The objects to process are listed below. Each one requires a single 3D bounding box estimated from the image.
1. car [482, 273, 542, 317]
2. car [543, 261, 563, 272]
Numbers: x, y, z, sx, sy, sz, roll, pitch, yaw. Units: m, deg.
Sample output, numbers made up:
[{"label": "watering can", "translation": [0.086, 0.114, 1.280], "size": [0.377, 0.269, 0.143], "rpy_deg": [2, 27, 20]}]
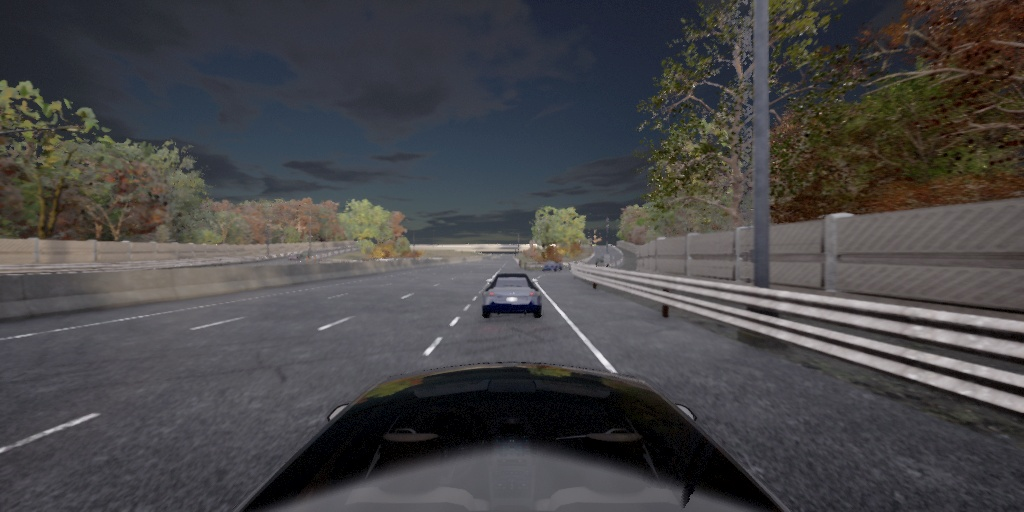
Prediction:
[{"label": "car", "translation": [-0.003, 1.322, 13.192], "size": [1.994, 1.385, 4.181], "rpy_deg": [0, 0, 0]}, {"label": "car", "translation": [6.362, 1.530, 55.024], "size": [2.097, 1.767, 4.553], "rpy_deg": [0, -1, 22]}]
